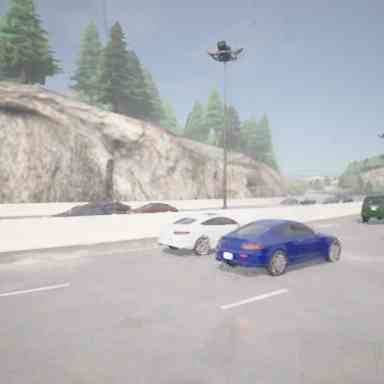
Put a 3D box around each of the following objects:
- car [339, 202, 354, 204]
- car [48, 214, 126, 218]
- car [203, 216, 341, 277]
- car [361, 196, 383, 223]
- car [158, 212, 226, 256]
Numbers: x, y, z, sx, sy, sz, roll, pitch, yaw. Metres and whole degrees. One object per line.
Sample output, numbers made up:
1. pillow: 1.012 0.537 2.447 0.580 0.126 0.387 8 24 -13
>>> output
1. car: 22.590 1.363 49.879 2.150 2.045 5.566 0 0 39
2. car: -6.722 1.612 20.936 5.357 1.411 2.033 0 0 -38
3. car: 2.784 1.557 10.391 4.674 1.442 1.812 0 0 -38
4. car: 14.947 1.294 25.660 5.566 2.045 2.150 0 0 -44
5. car: 0.843 1.566 13.315 4.674 1.442 1.812 0 0 -38
